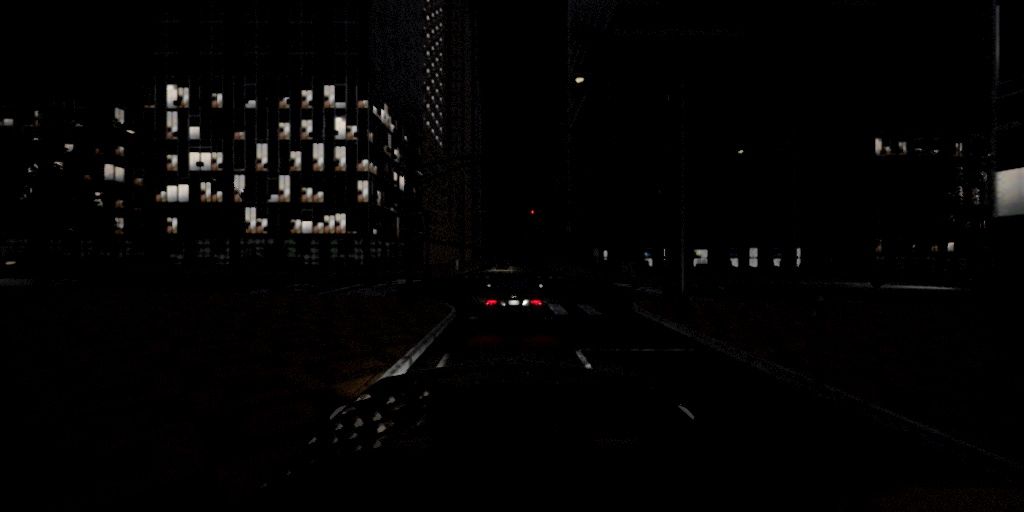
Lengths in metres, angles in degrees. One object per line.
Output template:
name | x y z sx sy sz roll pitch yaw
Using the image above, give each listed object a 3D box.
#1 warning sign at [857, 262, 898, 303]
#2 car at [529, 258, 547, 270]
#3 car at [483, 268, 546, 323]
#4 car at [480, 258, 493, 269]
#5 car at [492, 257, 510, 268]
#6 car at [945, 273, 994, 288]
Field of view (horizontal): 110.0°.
warning sign | 17.271 1.206 16.976 1.060 1.860 1.300 0 0 -3
car | 3.900 1.334 50.769 1.948 1.339 4.313 0 0 0
car | 0.092 1.300 12.106 2.033 1.411 5.357 0 0 1
car | -4.056 1.348 56.257 1.802 1.307 4.207 0 0 0
car | -1.557 1.244 54.893 1.882 1.535 5.008 0 0 0
car | 40.389 2.103 30.758 4.718 1.301 1.895 1 0 -2
